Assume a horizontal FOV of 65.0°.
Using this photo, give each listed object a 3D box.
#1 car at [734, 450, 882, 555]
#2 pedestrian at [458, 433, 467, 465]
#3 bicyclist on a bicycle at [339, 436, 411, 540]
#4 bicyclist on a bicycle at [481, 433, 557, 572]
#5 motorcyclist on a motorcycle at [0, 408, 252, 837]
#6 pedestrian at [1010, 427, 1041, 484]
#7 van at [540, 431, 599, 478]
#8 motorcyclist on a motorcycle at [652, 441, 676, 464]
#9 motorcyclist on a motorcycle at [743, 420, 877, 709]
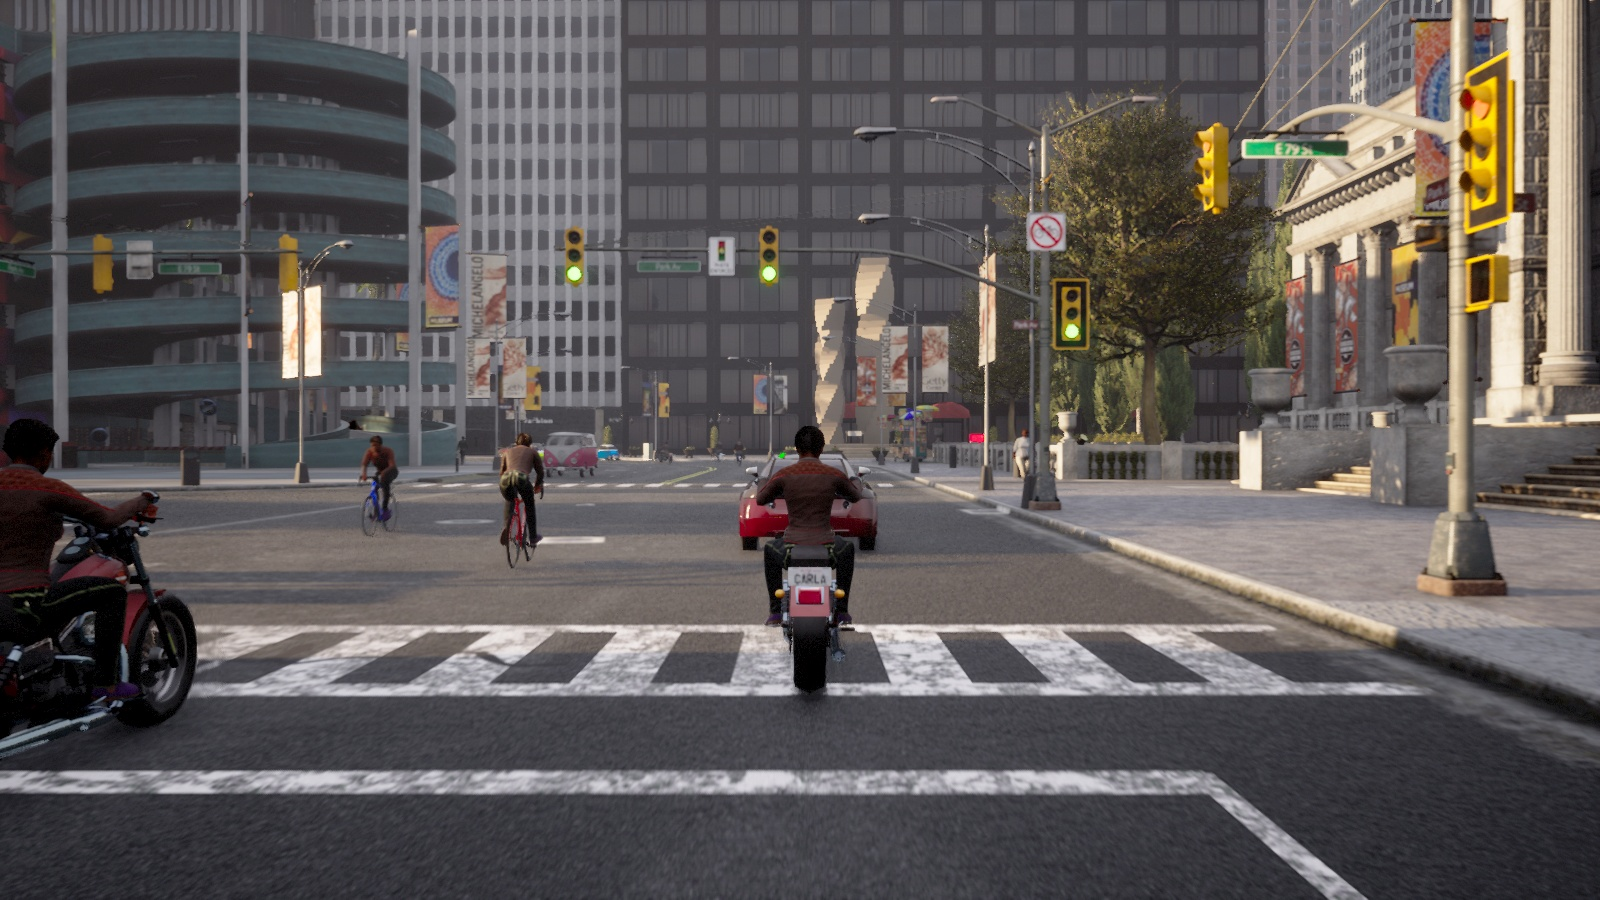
[{"bbox_3d":[0.124,0.703,19.000,1.994,1.385,4.181,0,0,0],"label":"car"},{"bbox_3d":[-20.933,-0.053,77.872,0.423,1.949,0.788,0,0,-4],"label":"pedestrian"},{"bbox_3d":[-6.869,0.579,20.368,0.582,1.620,1.656,0,1,0],"label":"bicyclist on a bicycle"},{"bbox_3d":[-3.423,0.610,15.424,0.582,1.620,1.656,0,0,-1],"label":"bicyclist on a bicycle"},{"bbox_3d":[-3.451,0.661,5.843,0.766,1.649,2.350,0,0,0],"label":"motorcyclist on a motorcycle"},{"bbox_3d":[7.446,0.175,41.580,0.874,1.855,0.900,0,0,1],"label":"pedestrian"},{"bbox_3d":[-10.172,0.177,55.699,1.775,1.987,4.442,0,0,0],"label":"van"},{"bbox_3d":[-10.005,0.170,92.035,0.766,1.649,2.350,-1,0,-32],"label":"motorcyclist on a motorcycle"},{"bbox_3d":[0.063,0.650,8.346,0.766,1.649,2.350,0,0,0],"label":"motorcyclist on a motorcycle"}]
